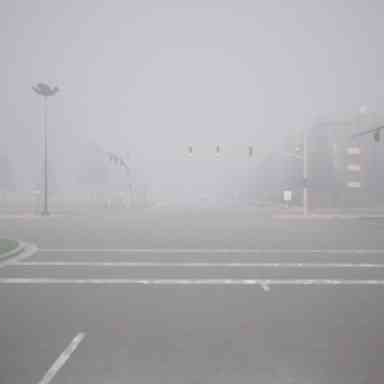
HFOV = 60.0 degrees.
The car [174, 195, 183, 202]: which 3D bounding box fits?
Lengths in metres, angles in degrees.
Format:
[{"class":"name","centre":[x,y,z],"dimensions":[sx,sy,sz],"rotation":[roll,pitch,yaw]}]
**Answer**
[{"class":"car","centre":[-3.534,1.546,84.259],"dimensions":[2.097,1.767,4.553],"rotation":[0,0,0]}]

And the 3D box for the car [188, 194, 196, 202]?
[{"class":"car","centre":[-0.034,1.742,84.257],"dimensions":[1.994,1.385,4.181],"rotation":[0,0,0]}]

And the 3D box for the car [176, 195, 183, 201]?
[{"class":"car","centre":[-3.540,1.659,94.289],"dimensions":[1.812,1.442,4.674],"rotation":[0,0,0]}]

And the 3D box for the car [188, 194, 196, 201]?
[{"class":"car","centre":[-0.040,1.490,94.262],"dimensions":[2.097,1.767,4.553],"rotation":[0,0,0]}]

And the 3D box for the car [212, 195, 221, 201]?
[{"class":"car","centre":[6.960,1.675,94.296],"dimensions":[2.033,1.411,5.357],"rotation":[0,0,0]}]

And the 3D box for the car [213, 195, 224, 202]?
[{"class":"car","centre":[6.966,1.786,84.325],"dimensions":[1.895,1.301,4.718],"rotation":[0,0,0]}]

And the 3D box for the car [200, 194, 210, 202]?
[{"class":"car","centre":[3.466,1.743,84.292],"dimensions":[1.994,1.385,4.181],"rotation":[0,0,0]}]
